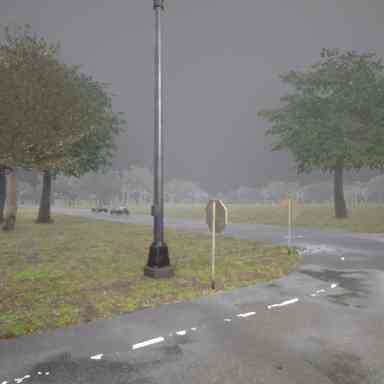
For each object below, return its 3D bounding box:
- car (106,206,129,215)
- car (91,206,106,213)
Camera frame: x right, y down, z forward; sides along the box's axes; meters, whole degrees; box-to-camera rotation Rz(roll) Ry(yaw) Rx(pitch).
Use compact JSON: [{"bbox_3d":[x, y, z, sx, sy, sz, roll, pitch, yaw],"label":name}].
[{"bbox_3d":[-11.487,2.921,52.809,1.812,1.442,4.674,2,-2,-34],"label":"car"},{"bbox_3d":[-17.095,3.169,61.123,1.895,1.301,4.718,2,-2,-34],"label":"car"}]
